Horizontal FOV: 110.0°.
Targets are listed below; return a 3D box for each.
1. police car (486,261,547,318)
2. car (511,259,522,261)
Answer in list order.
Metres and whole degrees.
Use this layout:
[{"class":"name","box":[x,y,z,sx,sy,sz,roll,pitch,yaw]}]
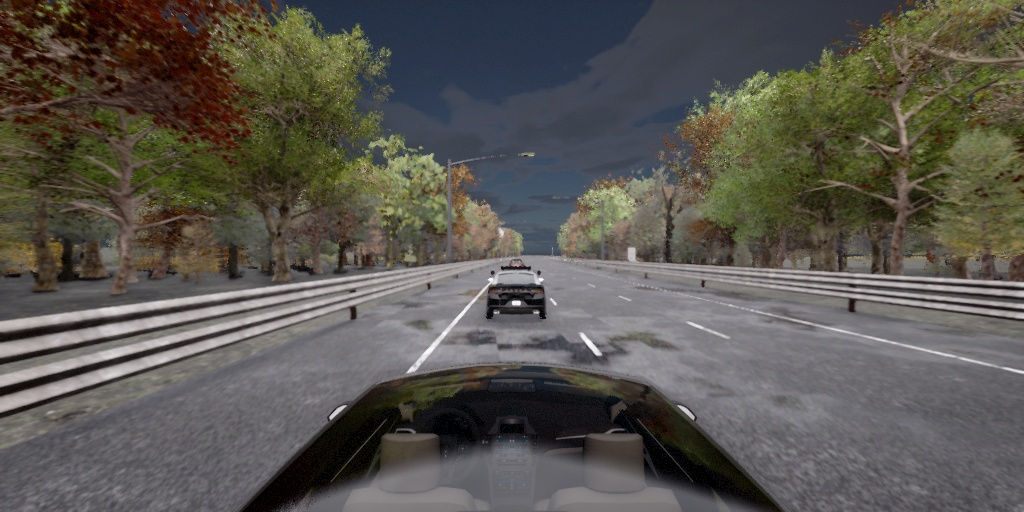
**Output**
[{"class":"police car","box":[0.141,1.170,13.045,1.930,1.638,5.238,0,0,0]},{"class":"car","box":[0.566,1.158,44.839,2.033,1.649,4.856,0,0,1]}]
